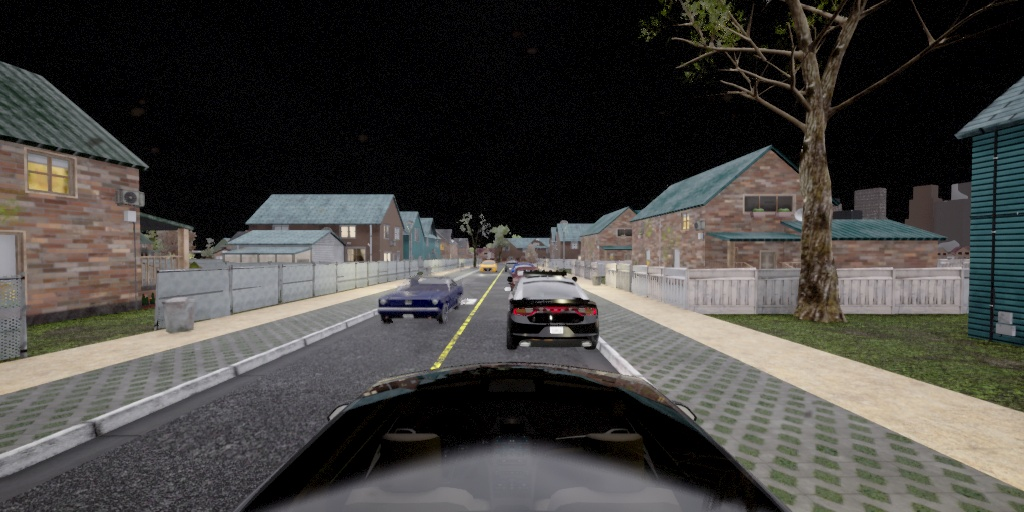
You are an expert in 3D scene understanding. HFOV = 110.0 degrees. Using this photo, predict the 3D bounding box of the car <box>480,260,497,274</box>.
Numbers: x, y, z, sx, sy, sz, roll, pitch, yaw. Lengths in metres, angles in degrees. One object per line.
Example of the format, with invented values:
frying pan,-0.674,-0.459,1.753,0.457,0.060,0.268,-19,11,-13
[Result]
car,-2.754,1.275,42.761,1.882,1.535,5.008,0,0,0

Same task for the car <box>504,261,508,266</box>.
car,0.032,1.302,47.617,2.128,1.511,4.902,0,0,0

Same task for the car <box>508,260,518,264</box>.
car,0.824,1.242,25.132,1.882,1.535,5.008,0,0,0

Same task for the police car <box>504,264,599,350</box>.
police car,0.827,1.175,9.238,1.930,1.638,5.238,0,0,0

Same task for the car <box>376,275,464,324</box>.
car,-2.849,1.351,12.062,1.895,1.301,4.718,0,0,0
